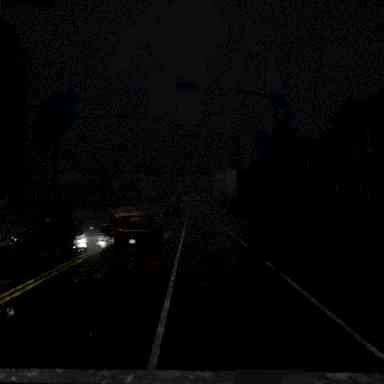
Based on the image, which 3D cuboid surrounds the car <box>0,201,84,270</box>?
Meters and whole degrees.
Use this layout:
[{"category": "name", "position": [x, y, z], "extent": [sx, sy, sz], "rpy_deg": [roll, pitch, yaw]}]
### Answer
[{"category": "car", "position": [-6.096, 1.464, 12.325], "extent": [2.150, 2.045, 5.566], "rpy_deg": [1, -2, 0]}]

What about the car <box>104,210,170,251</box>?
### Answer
[{"category": "car", "position": [-2.454, 1.879, 16.132], "extent": [2.128, 1.511, 4.902], "rpy_deg": [1, -1, 0]}]

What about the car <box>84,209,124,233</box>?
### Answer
[{"category": "car", "position": [-6.143, 2.059, 22.296], "extent": [1.994, 1.385, 4.181], "rpy_deg": [1, -1, 0]}]

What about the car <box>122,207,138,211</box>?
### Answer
[{"category": "car", "position": [-6.174, 2.230, 32.410], "extent": [1.882, 1.535, 5.008], "rpy_deg": [1, -1, 0]}]

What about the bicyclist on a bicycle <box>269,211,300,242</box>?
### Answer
[{"category": "bicyclist on a bicycle", "position": [4.863, 1.823, 17.550], "extent": [1.656, 1.620, 0.582], "rpy_deg": [1, -1, 0]}]

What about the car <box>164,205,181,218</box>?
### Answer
[{"category": "car", "position": [-2.577, 2.431, 43.433], "extent": [2.097, 1.767, 4.553], "rpy_deg": [1, -2, 0]}]
